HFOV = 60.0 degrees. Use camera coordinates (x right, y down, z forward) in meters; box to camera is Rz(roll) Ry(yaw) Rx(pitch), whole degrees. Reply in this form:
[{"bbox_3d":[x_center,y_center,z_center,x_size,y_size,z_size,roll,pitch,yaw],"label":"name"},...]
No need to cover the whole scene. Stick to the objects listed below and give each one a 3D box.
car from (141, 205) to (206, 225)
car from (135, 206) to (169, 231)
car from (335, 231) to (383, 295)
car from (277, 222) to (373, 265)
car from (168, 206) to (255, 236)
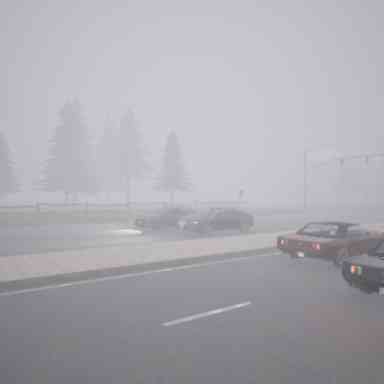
[{"bbox_3d":[-1.375,1.733,25.643,4.718,1.301,1.895,1,0,-36],"label":"car"},{"bbox_3d":[-1.524,1.672,21.268,4.181,1.385,1.994,1,0,-35],"label":"car"},{"bbox_3d":[5.618,1.686,7.772,4.718,1.301,1.895,1,0,-36],"label":"car"},{"bbox_3d":[5.254,1.706,11.818,4.718,1.301,1.895,1,0,-36],"label":"car"},{"bbox_3d":[1.449,1.610,19.077,4.902,1.511,2.128,1,0,-35],"label":"car"}]
